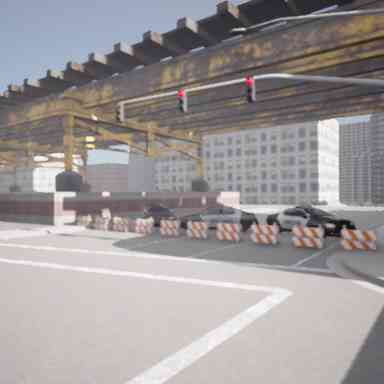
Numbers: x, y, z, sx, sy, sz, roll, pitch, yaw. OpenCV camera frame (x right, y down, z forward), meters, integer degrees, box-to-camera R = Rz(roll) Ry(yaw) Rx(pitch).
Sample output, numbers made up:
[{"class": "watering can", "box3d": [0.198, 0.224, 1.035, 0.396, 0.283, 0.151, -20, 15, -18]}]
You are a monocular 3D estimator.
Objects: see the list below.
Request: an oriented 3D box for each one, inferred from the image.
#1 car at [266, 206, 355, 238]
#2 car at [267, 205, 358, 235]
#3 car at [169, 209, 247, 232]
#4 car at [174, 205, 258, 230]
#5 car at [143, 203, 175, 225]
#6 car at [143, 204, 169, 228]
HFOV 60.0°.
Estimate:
[{"class": "car", "box3d": [6.112, 1.504, 17.432, 2.038, 1.542, 4.974, 0, 0, -24]}, {"class": "car", "box3d": [6.089, 1.347, 17.480, 1.853, 1.218, 4.536, 0, 0, -24]}, {"class": "car", "box3d": [1.348, 1.564, 20.027, 4.974, 1.542, 2.038, -1, 0, 1]}, {"class": "car", "box3d": [1.399, 1.406, 20.027, 4.536, 1.218, 1.853, -1, 0, 1]}, {"class": "car", "box3d": [-2.351, 1.457, 22.840, 1.853, 1.218, 4.536, 0, 0, -9]}, {"class": "car", "box3d": [-2.341, 1.614, 22.787, 2.038, 1.542, 4.974, 0, 0, -9]}]
